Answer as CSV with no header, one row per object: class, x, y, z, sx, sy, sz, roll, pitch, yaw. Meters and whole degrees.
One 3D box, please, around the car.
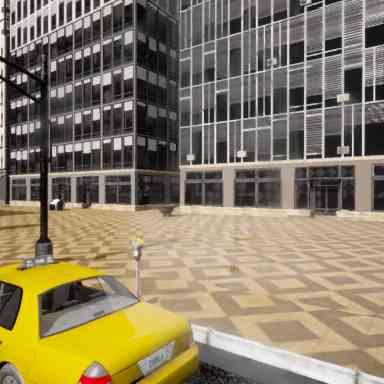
car,-2.201,1.525,4.462,4.829,1.417,1.752,0,0,36
